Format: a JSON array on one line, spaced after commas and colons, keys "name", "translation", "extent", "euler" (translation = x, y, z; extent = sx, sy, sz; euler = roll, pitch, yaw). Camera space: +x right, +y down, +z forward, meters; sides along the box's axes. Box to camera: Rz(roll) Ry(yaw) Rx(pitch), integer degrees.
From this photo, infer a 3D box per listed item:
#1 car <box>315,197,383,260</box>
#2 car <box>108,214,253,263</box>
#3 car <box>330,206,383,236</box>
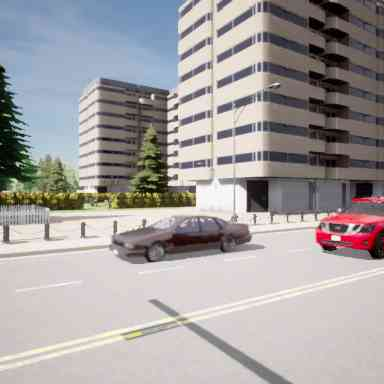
[{"name": "car", "translation": [7.195, 1.221, 12.879], "extent": [5.566, 2.045, 2.150], "euler": [0, 0, -34]}, {"name": "car", "translation": [-0.229, 1.547, 12.212], "extent": [5.357, 1.411, 2.033], "euler": [0, 0, -33]}, {"name": "car", "translation": [9.991, 1.564, 18.882], "extent": [4.181, 1.385, 1.994], "euler": [0, 0, -33]}]
